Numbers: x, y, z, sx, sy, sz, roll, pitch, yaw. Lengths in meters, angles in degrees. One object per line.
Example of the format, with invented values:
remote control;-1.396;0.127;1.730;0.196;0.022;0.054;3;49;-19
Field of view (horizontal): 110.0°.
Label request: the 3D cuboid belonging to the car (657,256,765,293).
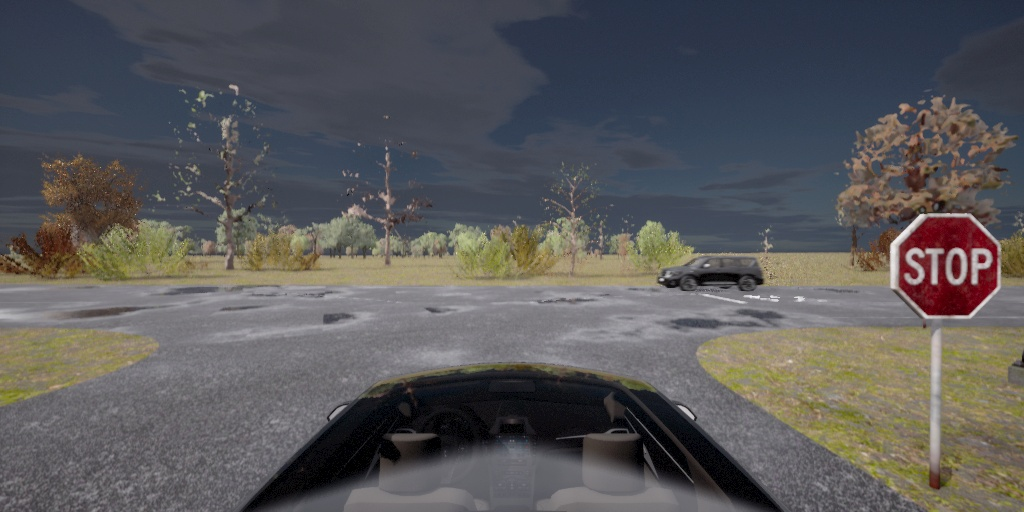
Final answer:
car;11.354;1.012;20.577;5.566;2.045;2.150;0;0;-2
